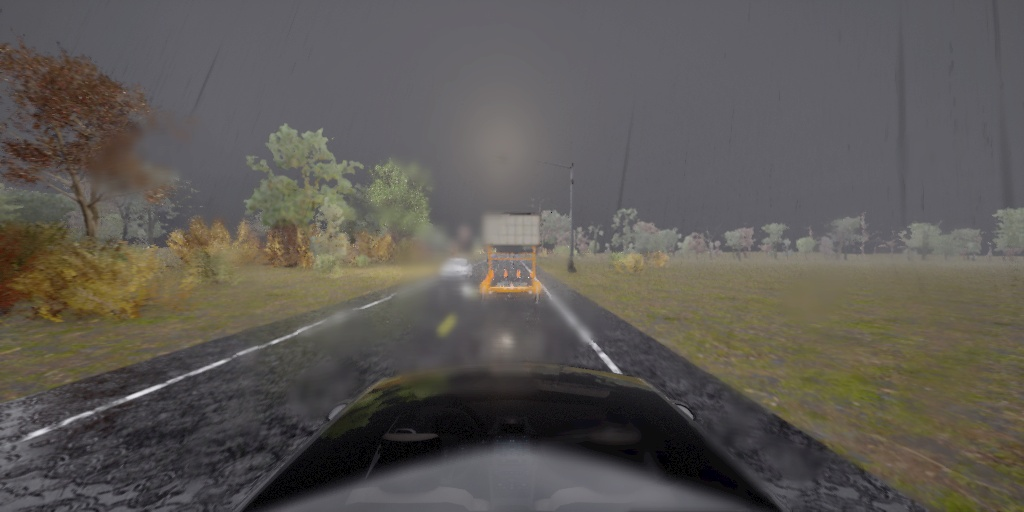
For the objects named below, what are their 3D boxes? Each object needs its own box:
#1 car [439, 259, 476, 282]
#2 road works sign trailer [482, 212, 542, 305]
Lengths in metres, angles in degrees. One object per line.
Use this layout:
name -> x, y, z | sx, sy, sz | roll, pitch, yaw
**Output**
car -> -3.590, 0.928, 24.206 | 1.812, 1.442, 4.674 | 0, 1, 0
road works sign trailer -> 0.001, 0.011, 14.832 | 2.380, 3.560, 2.880 | 0, 0, 0
